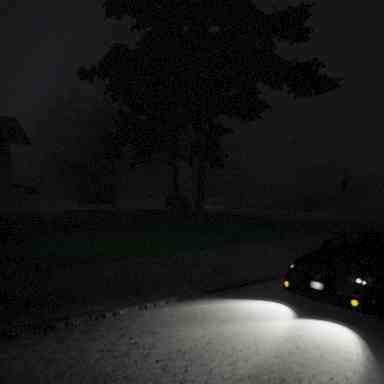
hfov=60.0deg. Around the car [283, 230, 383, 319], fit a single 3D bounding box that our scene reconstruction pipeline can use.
[{"bbox_3d":[3.963,1.564,7.345,4.181,1.385,1.994,0,0,-35],"label":"car"}]
